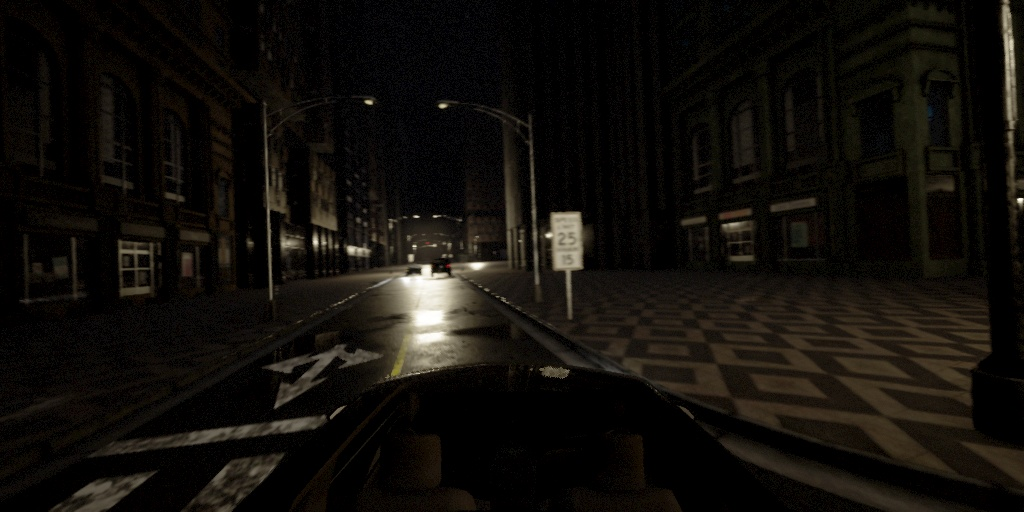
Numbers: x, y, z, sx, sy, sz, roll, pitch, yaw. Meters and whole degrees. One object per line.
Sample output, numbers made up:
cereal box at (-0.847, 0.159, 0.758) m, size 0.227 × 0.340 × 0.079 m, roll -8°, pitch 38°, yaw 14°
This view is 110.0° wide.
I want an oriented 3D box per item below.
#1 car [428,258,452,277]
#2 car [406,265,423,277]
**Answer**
car at (-7.876, 1.223, 39.693) m, size 2.150 × 2.045 × 5.566 m, roll -2°, pitch 0°, yaw -12°
car at (-11.820, 1.750, 43.596) m, size 1.895 × 1.301 × 4.718 m, roll -2°, pitch 0°, yaw -12°
